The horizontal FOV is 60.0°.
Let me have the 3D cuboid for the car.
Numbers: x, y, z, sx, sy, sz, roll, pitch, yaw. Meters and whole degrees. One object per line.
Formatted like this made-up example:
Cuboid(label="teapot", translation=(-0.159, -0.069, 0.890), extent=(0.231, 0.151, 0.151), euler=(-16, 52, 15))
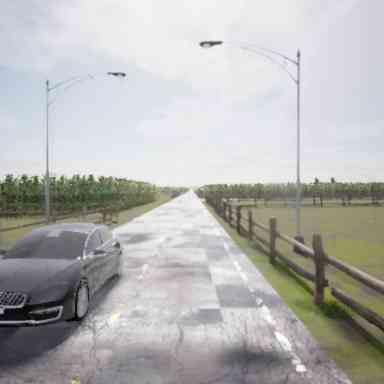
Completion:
Cuboid(label="car", translation=(-2.775, 1.484, 7.226), extent=(1.837, 1.490, 4.892), euler=(0, 0, 0))
